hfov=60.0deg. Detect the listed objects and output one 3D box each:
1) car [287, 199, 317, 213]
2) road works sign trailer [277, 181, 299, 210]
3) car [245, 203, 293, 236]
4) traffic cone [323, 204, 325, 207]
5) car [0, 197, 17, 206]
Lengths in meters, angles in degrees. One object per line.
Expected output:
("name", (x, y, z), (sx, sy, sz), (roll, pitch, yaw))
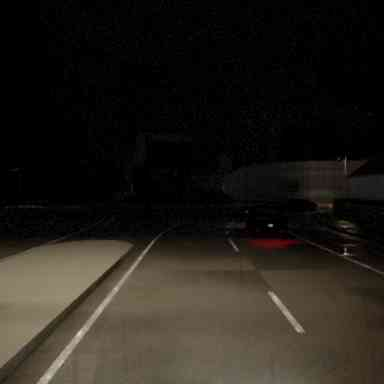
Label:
("car", (12.116, 1.487, 36.956), (1.882, 1.535, 5.008), (0, 0, 45))
("road works sign trailer", (12.015, 0.475, 40.860), (2.380, 3.560, 2.880), (0, 0, 35))
("car", (4.084, 1.482, 18.717), (1.882, 1.535, 5.008), (0, 0, 6))
("traffic cone", (18.366, 1.968, 47.408), (0.340, 0.580, 0.340), (0, 0, 35))
("car", (-30.236, 1.504, 53.330), (4.902, 1.511, 2.128), (0, 0, 24))
